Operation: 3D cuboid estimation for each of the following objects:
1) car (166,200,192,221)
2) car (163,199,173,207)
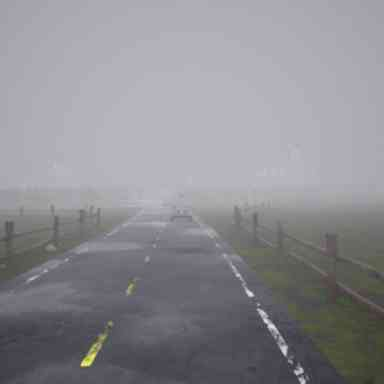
[{"bbox_3d":[-0.968,1.705,28.936,2.033,1.411,5.357,0,0,-3],"label":"car"},{"bbox_3d":[-4.005,1.904,58.992,1.994,1.385,4.181,0,0,-5],"label":"car"}]
